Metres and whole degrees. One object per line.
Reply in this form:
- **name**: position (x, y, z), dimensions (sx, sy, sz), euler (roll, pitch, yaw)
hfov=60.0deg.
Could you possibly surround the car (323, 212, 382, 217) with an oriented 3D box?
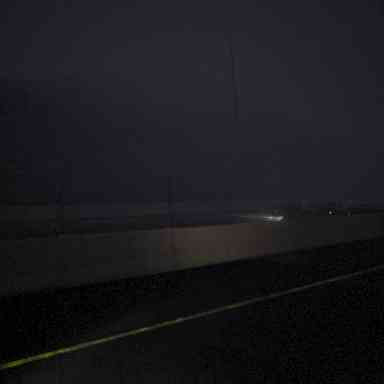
- **car**: position (12.537, 1.624, 25.566), dimensions (4.718, 1.301, 1.895), euler (0, 0, -35)
